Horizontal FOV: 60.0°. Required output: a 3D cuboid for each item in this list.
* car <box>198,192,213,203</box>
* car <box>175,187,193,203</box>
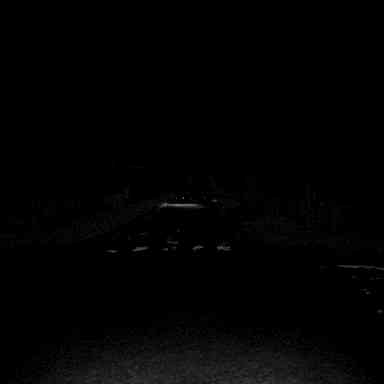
[{"bbox_3d":[1.835,0.685,45.647,1.994,1.385,4.181,0,2,5],"label":"car"},{"bbox_3d":[-1.012,0.358,45.240,2.150,2.045,5.566,0,2,2],"label":"car"}]
